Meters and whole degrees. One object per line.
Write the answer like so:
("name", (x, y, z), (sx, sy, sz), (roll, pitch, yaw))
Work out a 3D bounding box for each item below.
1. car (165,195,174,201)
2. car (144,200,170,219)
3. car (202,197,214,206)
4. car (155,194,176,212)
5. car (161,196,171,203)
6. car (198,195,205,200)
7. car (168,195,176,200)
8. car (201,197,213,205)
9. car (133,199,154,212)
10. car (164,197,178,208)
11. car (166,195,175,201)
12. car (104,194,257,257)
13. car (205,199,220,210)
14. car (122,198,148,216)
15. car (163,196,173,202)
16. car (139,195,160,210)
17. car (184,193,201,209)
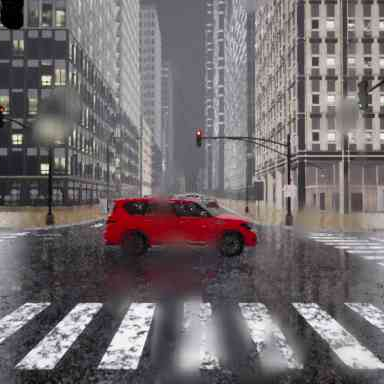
("car", (-5.698, 1.578, 83.885), (1.887, 1.381, 4.507), (1, 0, 0))
("car", (-3.108, 1.516, 30.391), (1.837, 1.490, 4.892), (0, 0, 0))
("car", (2.690, 1.547, 56.249), (1.752, 1.417, 4.829), (1, 0, 0))
("car", (-3.106, 1.237, 40.418), (2.150, 2.045, 5.566), (0, 0, 0))
("car", (-5.695, 1.573, 72.735), (1.887, 1.381, 4.507), (1, 0, 0))
("car", (2.679, 1.584, 95.119), (1.887, 1.381, 4.507), (1, 0, 0))
("car", (-5.702, 1.605, 95.035), (1.947, 1.339, 4.313), (1, 0, 0))
("car", (2.687, 1.590, 61.656), (1.947, 1.339, 4.313), (1, 0, 0))
("car", (-5.688, 1.597, 39.284), (1.802, 1.307, 4.206), (1, 0, 0))
("car", (-3.101, 1.524, 50.827), (1.837, 1.490, 4.892), (0, 0, 0))
("car", (-5.700, 1.587, 89.460), (2.008, 1.369, 4.403), (1, 0, 0))
("car", (-0.435, 1.225, 12.427), (5.566, 2.045, 2.150), (0, 0, 0))
("car", (2.691, 1.599, 44.923), (1.802, 1.307, 4.206), (1, 0, 0))
("car", (-5.683, 1.453, 33.709), (1.967, 1.590, 4.097), (1, 0, 0))
("car", (-5.697, 1.582, 78.310), (2.008, 1.369, 4.403), (1, 0, 0))
("car", (-5.683, 1.332, 44.859), (2.192, 1.841, 5.009), (1, 0, 0))
("car", (0.088, 1.239, 46.327), (2.150, 2.045, 5.566), (0, 0, 0))
